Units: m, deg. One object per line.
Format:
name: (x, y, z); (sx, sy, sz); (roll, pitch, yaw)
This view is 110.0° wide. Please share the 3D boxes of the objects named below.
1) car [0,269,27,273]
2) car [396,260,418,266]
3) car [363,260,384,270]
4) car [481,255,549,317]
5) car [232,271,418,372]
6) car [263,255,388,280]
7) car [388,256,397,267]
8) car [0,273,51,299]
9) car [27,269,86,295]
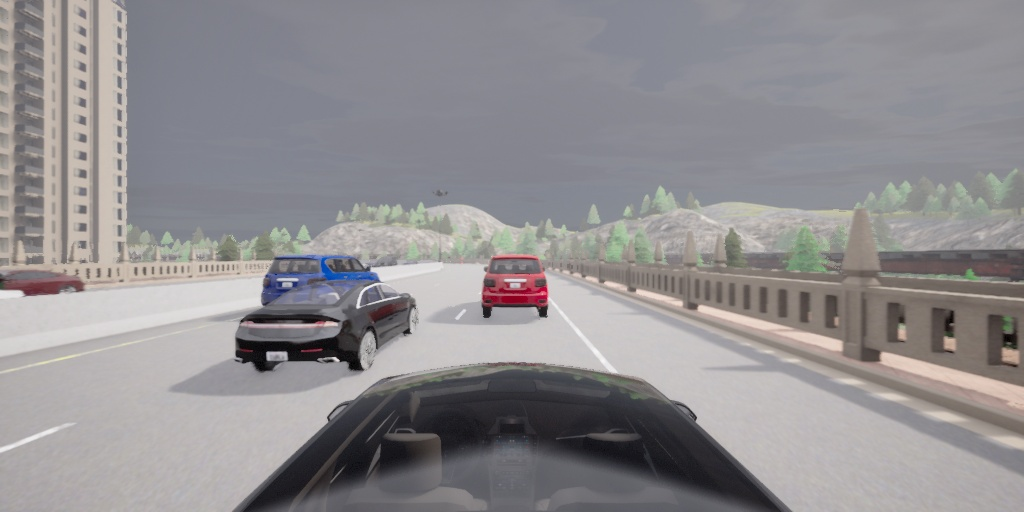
car: (-17.604, 0.973, 9.369); (2.150, 2.045, 5.566); (0, 0, 0)
car: (-14.486, 1.404, 51.207); (2.033, 1.411, 5.357); (0, 0, -4)
car: (-22.236, 1.440, 57.618); (2.033, 1.411, 5.357); (0, 0, -8)
car: (0.095, 0.980, 13.405); (2.150, 2.045, 5.566); (0, 0, 0)
car: (-3.403, 1.243, 7.617); (2.128, 1.511, 4.902); (0, 0, 0)
car: (-6.905, 0.979, 13.693); (2.150, 2.045, 5.566); (0, 0, 0)
car: (-18.097, 1.082, 52.127); (2.150, 2.045, 5.566); (0, 0, -5)
car: (-14.104, 1.277, 7.874); (1.812, 1.442, 4.674); (0, 0, 0)
car: (-21.105, 1.283, 15.015); (1.812, 1.442, 4.674); (0, 0, 0)
